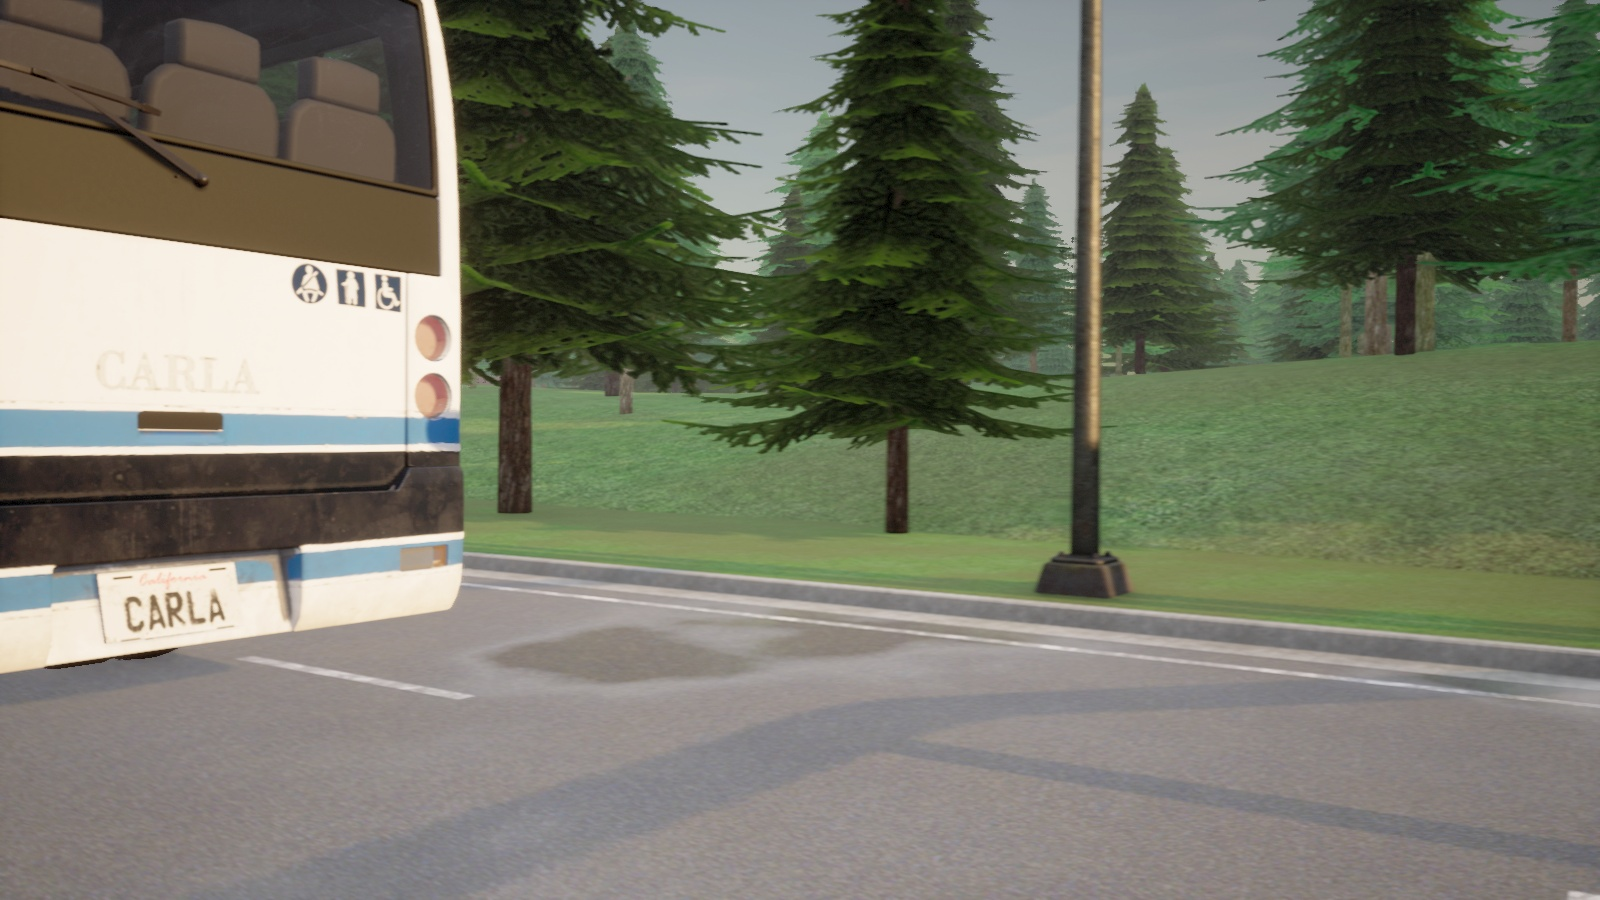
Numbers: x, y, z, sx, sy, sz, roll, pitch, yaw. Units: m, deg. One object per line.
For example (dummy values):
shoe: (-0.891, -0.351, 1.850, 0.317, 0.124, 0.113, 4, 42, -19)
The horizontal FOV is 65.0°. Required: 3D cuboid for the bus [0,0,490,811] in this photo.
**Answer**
bus: (-7.161, -0.686, 8.354, 10.273, 4.253, 3.944, 0, 1, 34)
